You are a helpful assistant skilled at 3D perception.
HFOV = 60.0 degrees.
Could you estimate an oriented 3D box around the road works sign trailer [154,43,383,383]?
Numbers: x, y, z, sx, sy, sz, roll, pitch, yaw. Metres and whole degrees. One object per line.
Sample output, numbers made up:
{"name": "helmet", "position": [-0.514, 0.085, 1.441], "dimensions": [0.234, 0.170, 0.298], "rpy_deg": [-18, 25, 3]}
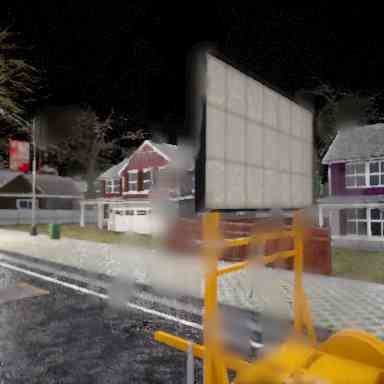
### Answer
{"name": "road works sign trailer", "position": [0.629, 0.600, 3.599], "dimensions": [2.880, 3.560, 2.380], "rpy_deg": [-1, -3, 40]}
